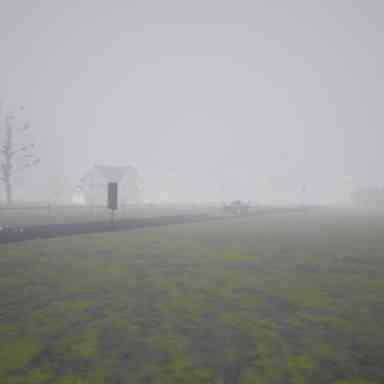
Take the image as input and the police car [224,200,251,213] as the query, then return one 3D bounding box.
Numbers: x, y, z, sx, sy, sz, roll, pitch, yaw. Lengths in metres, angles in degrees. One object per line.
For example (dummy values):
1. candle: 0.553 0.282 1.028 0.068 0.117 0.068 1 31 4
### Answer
1. police car: 5.928 1.845 43.260 1.930 1.638 5.238 1 0 35
